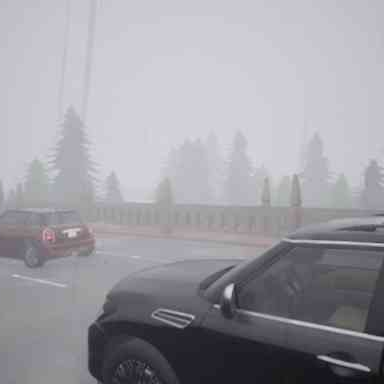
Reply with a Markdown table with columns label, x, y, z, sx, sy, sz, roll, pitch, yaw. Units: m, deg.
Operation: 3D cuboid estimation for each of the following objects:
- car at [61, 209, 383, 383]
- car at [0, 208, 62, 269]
| label | x | y | z | sx | sy | sz | roll | pitch | yaw |
| --- | --- | --- | --- | --- | --- | --- | --- | --- | --- |
| car | 1.565 | 1.207 | 2.739 | 5.566 | 2.045 | 2.150 | 0 | 0 | 35 |
| car | -5.498 | 1.316 | 11.182 | 4.553 | 1.767 | 2.097 | 0 | 0 | 29 |
